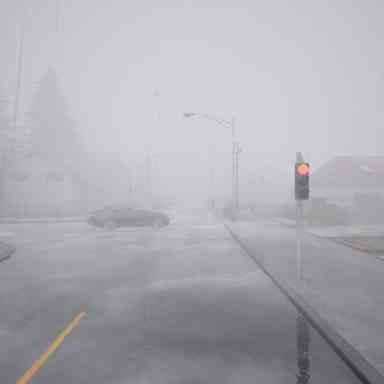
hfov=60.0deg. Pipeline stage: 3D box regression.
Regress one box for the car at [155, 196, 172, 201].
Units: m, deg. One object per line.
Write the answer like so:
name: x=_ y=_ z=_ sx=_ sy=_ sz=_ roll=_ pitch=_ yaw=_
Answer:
car: x=-3.971 y=1.505 z=42.263 sx=1.837 sy=1.490 sz=4.892 roll=0 pitch=0 yaw=0

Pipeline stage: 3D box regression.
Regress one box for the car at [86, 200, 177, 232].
car: x=-3.751 y=1.492 z=19.861 sx=4.902 sy=1.511 sz=2.128 roll=0 pitch=1 yaw=-27

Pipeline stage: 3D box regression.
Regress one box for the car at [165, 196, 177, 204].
car: x=-3.869 y=1.477 z=62.378 sx=1.882 sy=1.535 sz=5.008 roll=0 pitch=0 yaw=1

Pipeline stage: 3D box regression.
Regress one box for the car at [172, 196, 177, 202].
car: x=-3.934 y=1.352 z=52.306 sx=2.097 sy=1.767 sz=4.553 roll=0 pitch=0 yaw=0
